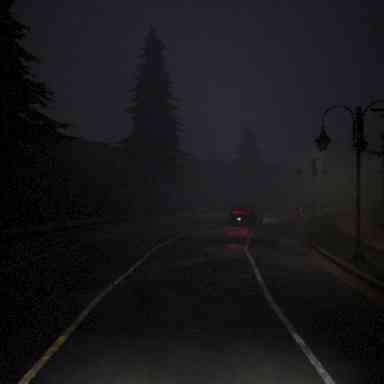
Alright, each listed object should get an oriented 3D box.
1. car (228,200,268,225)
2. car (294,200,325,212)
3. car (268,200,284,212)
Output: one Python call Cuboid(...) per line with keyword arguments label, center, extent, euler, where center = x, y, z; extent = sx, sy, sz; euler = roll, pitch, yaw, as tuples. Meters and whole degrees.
Cuboid(label="car", center=(4.030, 1.523, 24.320), extent=(1.837, 1.490, 4.892), euler=(0, 0, 22))
Cuboid(label="car", center=(13.894, 1.627, 39.243), extent=(1.895, 1.301, 4.718), euler=(0, 0, 44))
Cuboid(label="car", center=(8.964, 1.627, 39.328), extent=(1.895, 1.301, 4.718), euler=(0, 0, 41))
